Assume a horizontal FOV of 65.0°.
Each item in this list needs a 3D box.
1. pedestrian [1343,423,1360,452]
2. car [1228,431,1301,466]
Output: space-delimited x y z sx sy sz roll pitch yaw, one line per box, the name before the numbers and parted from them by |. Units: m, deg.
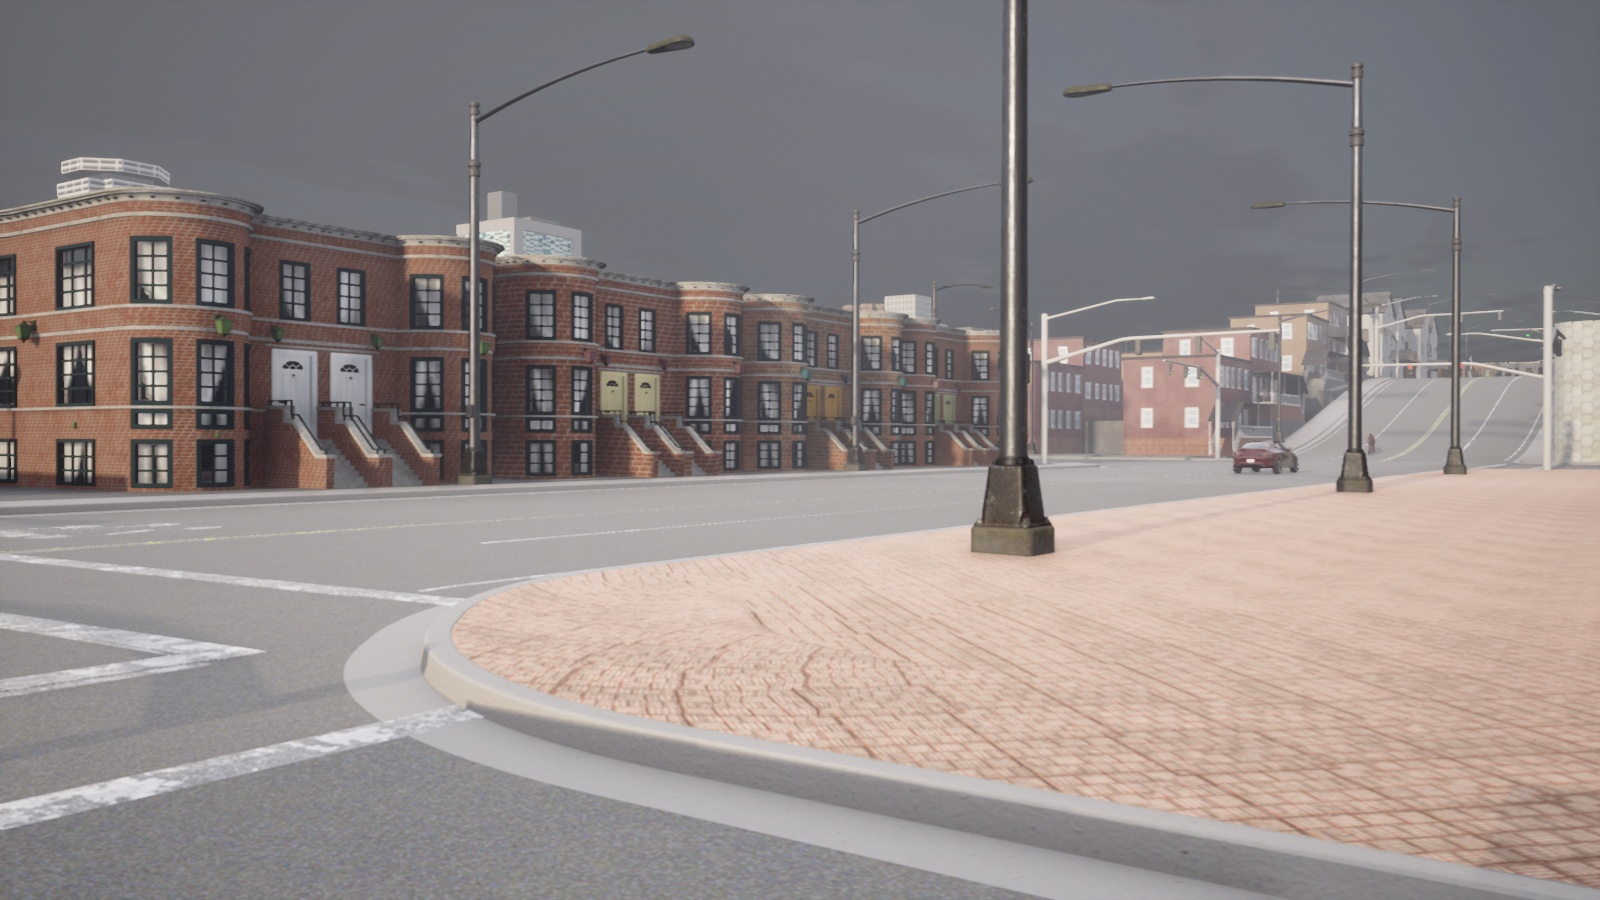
pedestrian | 36.207 -0.811 82.470 0.900 1.855 0.874 -1 1 29
car | 20.013 -0.087 53.955 1.812 1.442 4.674 -1 1 35
